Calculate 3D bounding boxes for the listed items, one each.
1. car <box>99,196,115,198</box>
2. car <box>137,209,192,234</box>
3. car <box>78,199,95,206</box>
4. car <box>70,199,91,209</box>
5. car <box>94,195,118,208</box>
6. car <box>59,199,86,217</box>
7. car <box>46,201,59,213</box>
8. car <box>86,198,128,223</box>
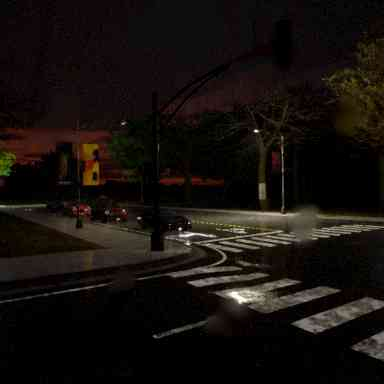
[{"bbox_3d":[-13.807,1.784,50.366,2.097,1.767,4.553,-1,0,-35],"label":"car"},{"bbox_3d":[-2.010,1.820,22.034,2.033,1.411,5.357,-1,0,-29],"label":"car"},{"bbox_3d":[-21.160,2.102,66.658,1.994,1.385,4.181,-1,0,-35],"label":"car"},{"bbox_3d":[-19.666,2.081,58.679,2.033,1.411,5.357,-1,0,-35],"label":"car"},{"bbox_3d":[-15.047,1.655,57.910,2.150,2.045,5.566,-1,0,-35],"label":"car"},{"bbox_3d":[-13.112,1.813,37.810,2.097,1.767,4.553,-1,0,-35],"label":"car"},{"bbox_3d":[-18.865,2.037,46.116,1.882,1.535,5.008,-1,0,-35],"label":"car"},{"bbox_3d":[-7.505,1.718,29.789,2.097,1.767,4.553,-1,0,-35],"label":"car"}]
